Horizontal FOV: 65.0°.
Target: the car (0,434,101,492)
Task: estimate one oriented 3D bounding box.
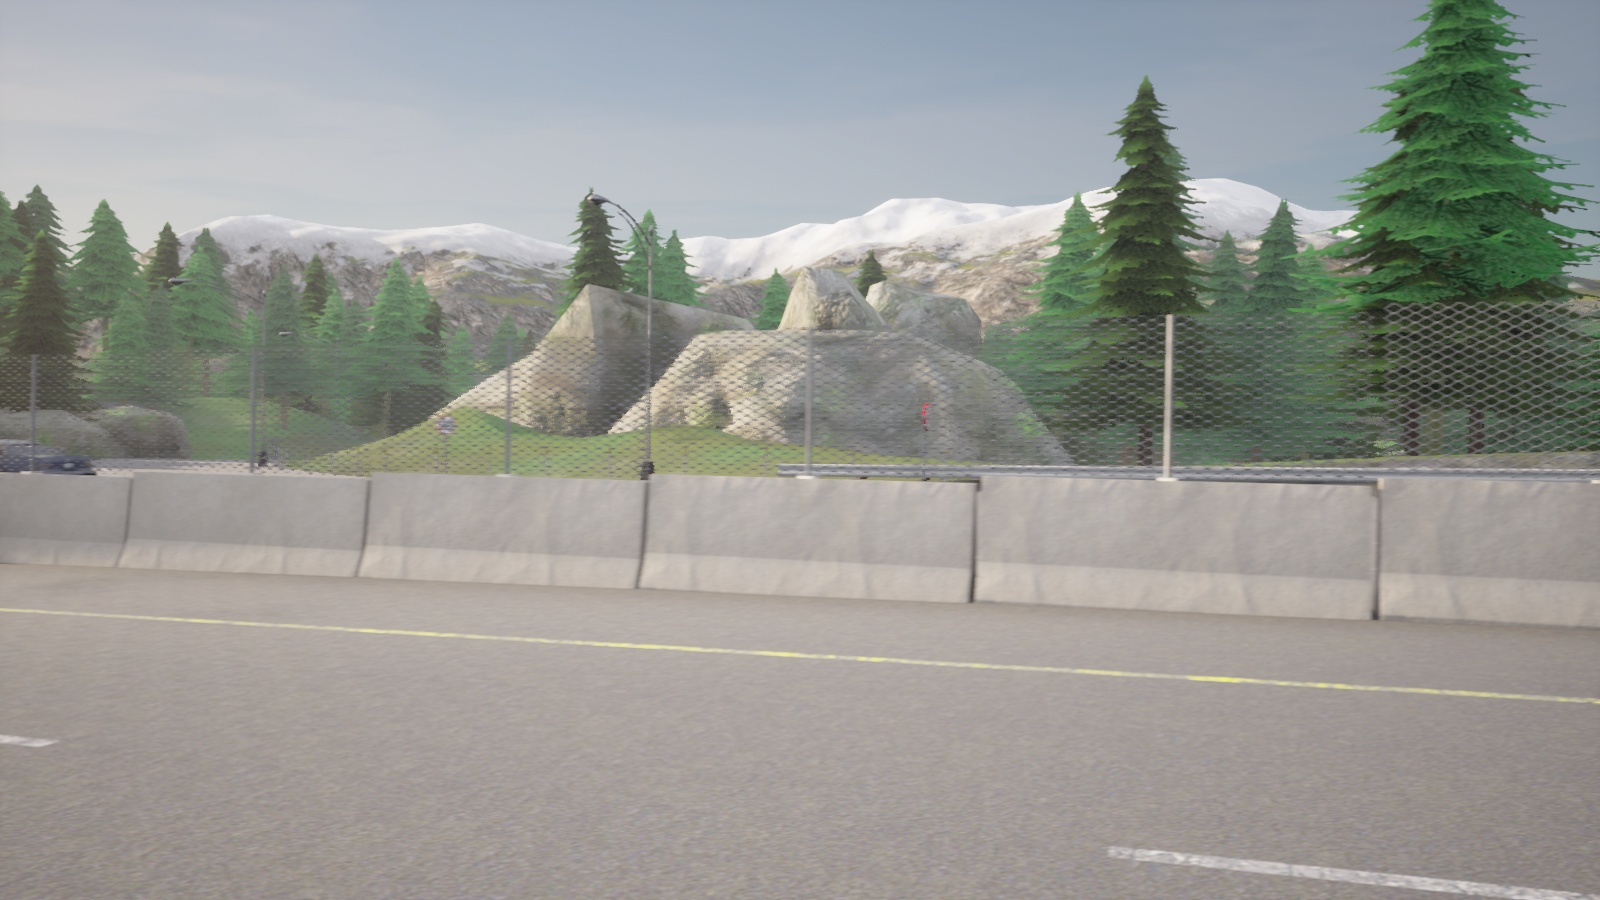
[{"bbox_3d":[-20.970,0.288,32.398,5.357,1.411,2.033,0,1,19],"label":"car"}]
